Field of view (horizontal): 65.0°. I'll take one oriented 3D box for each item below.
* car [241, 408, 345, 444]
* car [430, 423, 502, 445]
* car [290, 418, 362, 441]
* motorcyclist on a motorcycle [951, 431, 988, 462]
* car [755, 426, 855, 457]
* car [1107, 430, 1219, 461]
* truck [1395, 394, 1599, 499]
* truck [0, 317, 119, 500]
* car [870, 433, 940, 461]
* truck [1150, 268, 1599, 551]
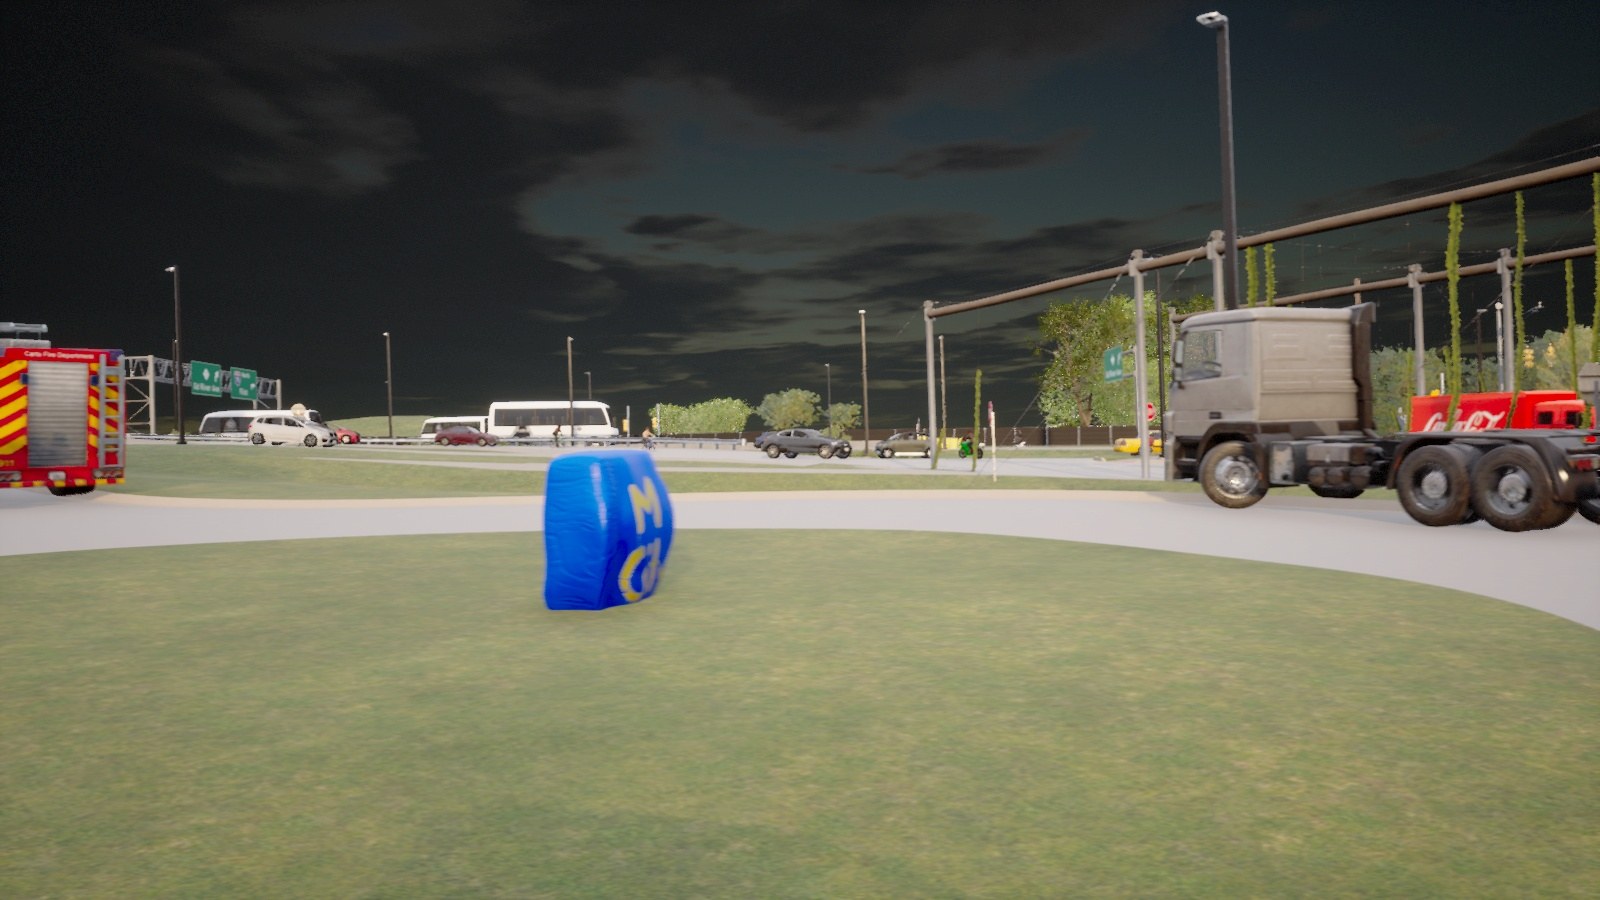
[{"bbox_3d":[-27.212,-1.275,67.469,4.611,1.667,2.242,3,0,6],"label":"car"},{"bbox_3d":[-23.903,-1.120,89.859,4.674,1.442,1.812,1,1,12],"label":"car"},{"bbox_3d":[-34.054,-1.460,90.269,4.514,1.525,2.007,2,0,-11],"label":"car"},{"bbox_3d":[8.677,-0.188,64.473,0.797,1.523,2.044,-1,1,-30],"label":"motorcyclist on a motorcycle"},{"bbox_3d":[0.251,-0.460,68.267,5.027,1.651,2.152,1,0,31],"label":"car"},{"bbox_3d":[19.045,-0.212,65.972,5.366,1.575,1.801,0,0,-1],"label":"car"},{"bbox_3d":[18.546,-0.117,32.456,2.627,2.467,5.204,-1,1,-26],"label":"truck"},{"bbox_3d":[-19.597,-1.127,29.457,8.468,3.827,2.891,4,3,35],"label":"truck"},{"bbox_3d":[6.034,-0.184,72.210,3.705,1.549,1.789,0,0,-6],"label":"car"},{"bbox_3d":[9.294,-0.640,19.604,2.891,3.462,7.936,-1,2,-25],"label":"truck"}]
